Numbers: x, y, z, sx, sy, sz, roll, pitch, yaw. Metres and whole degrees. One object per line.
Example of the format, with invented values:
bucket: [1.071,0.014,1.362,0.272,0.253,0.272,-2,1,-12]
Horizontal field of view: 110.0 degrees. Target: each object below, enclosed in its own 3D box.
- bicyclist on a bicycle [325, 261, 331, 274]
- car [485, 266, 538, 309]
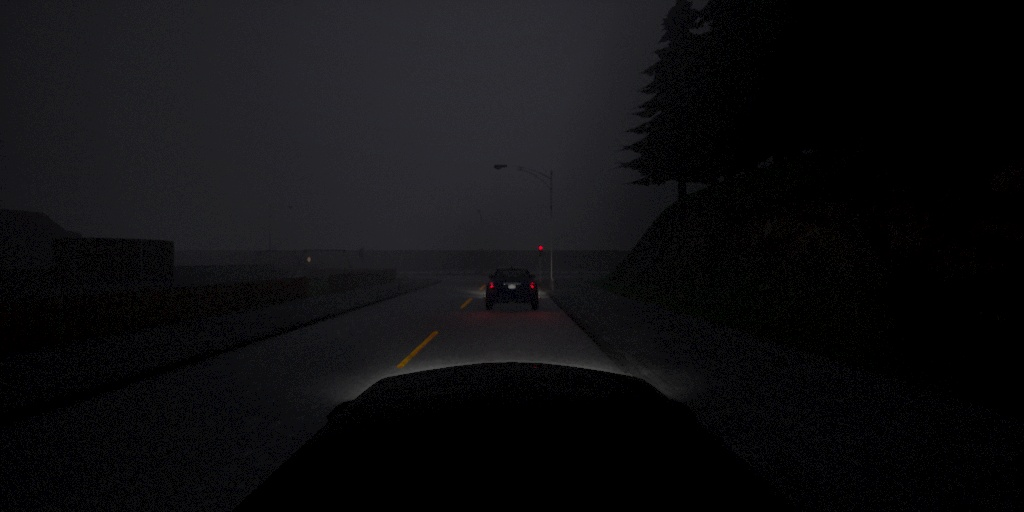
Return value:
bicyclist on a bicycle: [-24.276,1.533,47.430,0.582,1.620,1.656,0,0,0]
car: [0.000,1.235,15.927,2.097,1.767,4.553,0,-1,0]
